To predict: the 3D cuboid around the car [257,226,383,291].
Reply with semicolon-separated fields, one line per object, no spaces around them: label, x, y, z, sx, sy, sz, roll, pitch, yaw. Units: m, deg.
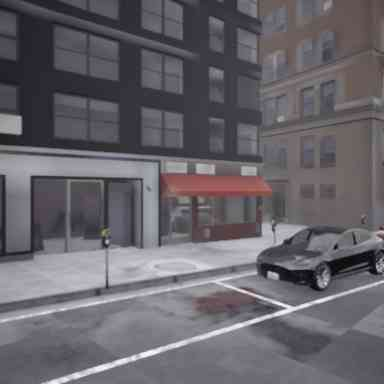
car;3.709;1.643;9.193;4.313;1.339;1.947;1;-1;-36
